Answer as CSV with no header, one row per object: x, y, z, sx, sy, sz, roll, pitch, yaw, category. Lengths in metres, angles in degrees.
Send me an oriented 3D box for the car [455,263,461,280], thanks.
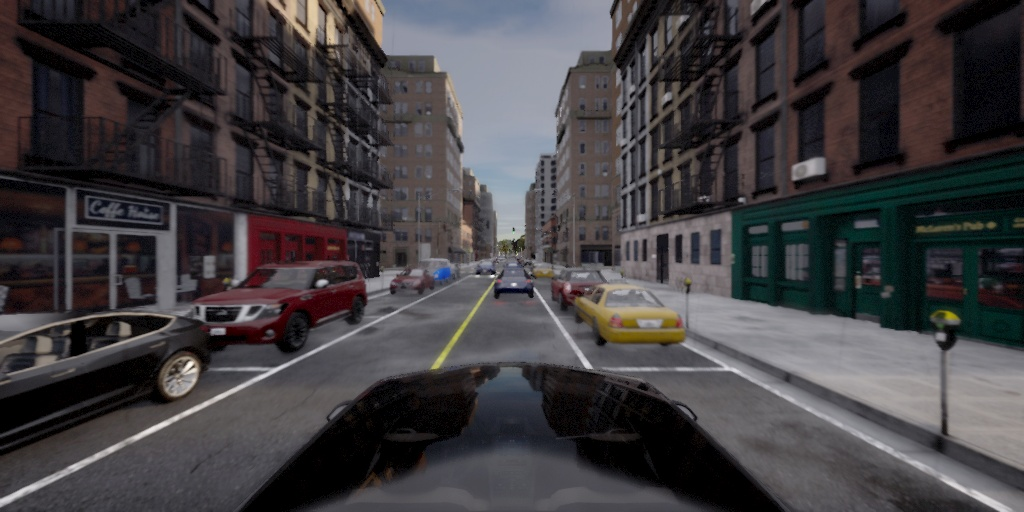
-5.385,1.283,30.715,2.007,1.370,4.403,0,0,0,car

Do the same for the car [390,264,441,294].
-5.389,1.321,19.902,1.802,1.307,4.207,0,0,0,car

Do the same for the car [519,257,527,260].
2.646,1.265,62.997,2.007,1.370,4.403,0,0,0,car

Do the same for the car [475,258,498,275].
-2.752,1.254,38.542,1.812,1.442,4.674,0,0,0,car

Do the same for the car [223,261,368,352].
-5.394,1.060,9.090,2.192,1.841,5.009,0,0,0,car

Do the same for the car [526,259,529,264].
2.645,1.280,36.121,2.007,1.370,4.403,0,0,0,car

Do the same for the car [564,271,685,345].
2.666,1.271,9.260,1.751,1.417,4.829,0,0,0,car

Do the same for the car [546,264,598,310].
2.662,1.182,14.496,1.967,1.591,4.097,0,0,0,car

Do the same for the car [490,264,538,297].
0.100,1.303,18.679,1.994,1.385,4.181,0,0,0,car

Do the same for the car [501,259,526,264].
0.104,1.257,34.306,1.812,1.442,4.674,0,0,0,car

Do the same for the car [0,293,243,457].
-5.396,1.315,3.683,1.948,1.339,4.313,0,0,0,car

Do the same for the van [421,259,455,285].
-5.387,1.077,25.308,1.690,1.789,3.998,0,0,0,van

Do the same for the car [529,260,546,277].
2.649,1.258,30.884,1.751,1.417,4.829,0,0,0,car
